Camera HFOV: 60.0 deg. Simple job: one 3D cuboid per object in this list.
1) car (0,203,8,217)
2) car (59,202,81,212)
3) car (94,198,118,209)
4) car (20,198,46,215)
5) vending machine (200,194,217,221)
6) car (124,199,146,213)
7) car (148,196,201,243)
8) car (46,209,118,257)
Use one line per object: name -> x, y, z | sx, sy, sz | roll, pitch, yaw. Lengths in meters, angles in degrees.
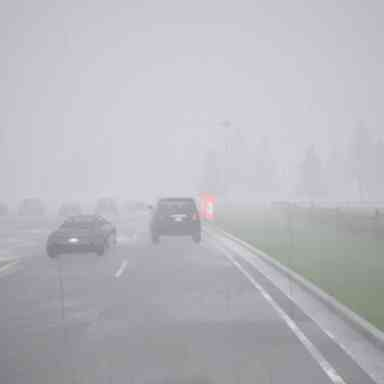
car -> -18.951, 1.635, 31.730 | 1.895, 1.301, 4.718 | 0, 0, -20
car -> -11.706, 1.628, 32.150 | 1.895, 1.301, 4.718 | 0, 0, -19
car -> -8.988, 1.377, 34.584 | 2.097, 1.767, 4.553 | 0, 0, -19
car -> -16.239, 1.385, 34.075 | 2.097, 1.767, 4.553 | 0, 0, -20
vending machine -> 1.291, 1.206, 26.239 | 1.100, 2.100, 0.880 | 0, 0, -13
car -> -6.561, 1.550, 38.211 | 1.812, 1.442, 4.674 | 0, 0, -21
car -> -0.956, 1.230, 16.410 | 2.150, 2.045, 5.566 | 0, 0, -9
car -> -4.154, 1.574, 13.060 | 1.994, 1.385, 4.181 | 0, 0, -6
